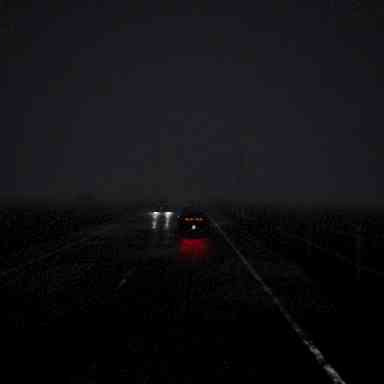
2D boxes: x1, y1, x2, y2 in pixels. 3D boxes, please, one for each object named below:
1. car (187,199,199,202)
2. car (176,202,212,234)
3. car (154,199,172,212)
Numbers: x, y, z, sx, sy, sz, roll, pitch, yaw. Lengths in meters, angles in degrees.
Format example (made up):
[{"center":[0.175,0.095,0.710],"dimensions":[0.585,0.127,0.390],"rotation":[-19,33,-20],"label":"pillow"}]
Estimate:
[{"center":[0.099,1.630,40.090],"dimensions":[2.128,1.511,4.902],"rotation":[0,0,0],"label":"car"},{"center":[0.097,1.573,19.688],"dimensions":[1.837,1.490,4.892],"rotation":[0,0,0],"label":"car"},{"center":[-3.578,1.645,41.237],"dimensions":[1.837,1.490,4.892],"rotation":[0,0,0],"label":"car"}]
